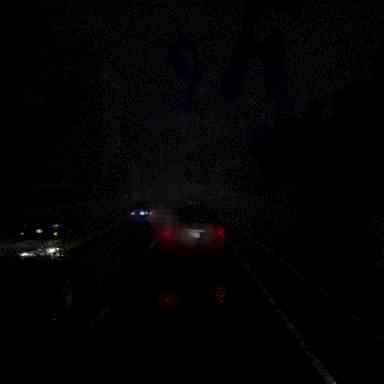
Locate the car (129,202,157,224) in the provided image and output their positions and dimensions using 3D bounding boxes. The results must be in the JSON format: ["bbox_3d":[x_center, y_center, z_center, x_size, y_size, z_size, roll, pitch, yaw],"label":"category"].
[{"bbox_3d":[-3.163,1.405,23.705,2.033,1.411,5.357,0,0,0],"label":"car"}]

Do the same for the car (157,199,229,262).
[{"bbox_3d":[0.090,1.289,11.997,2.097,1.767,4.553,0,0,0],"label":"car"}]

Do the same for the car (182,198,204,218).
[{"bbox_3d":[0.095,1.335,29.337,1.812,1.442,4.674,0,1,0],"label":"car"}]

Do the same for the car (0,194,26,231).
[{"bbox_3d":[-9.849,1.138,15.541,2.150,2.045,5.566,0,0,0],"label":"car"}]

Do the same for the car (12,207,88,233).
[{"bbox_3d":[-6.600,1.475,16.319,1.994,1.385,4.181,0,0,0],"label":"car"}]

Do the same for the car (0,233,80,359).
[{"bbox_3d":[-3.182,1.577,4.565,1.895,1.301,4.718,0,0,1],"label":"car"}]
